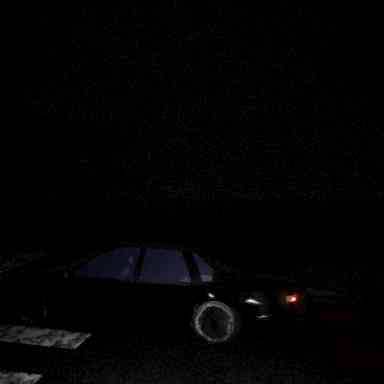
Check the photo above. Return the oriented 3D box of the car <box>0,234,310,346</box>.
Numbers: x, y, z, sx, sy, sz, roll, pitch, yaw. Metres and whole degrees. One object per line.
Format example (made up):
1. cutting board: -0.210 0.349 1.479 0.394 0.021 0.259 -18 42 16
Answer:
1. car: -0.799 1.499 5.899 5.357 1.411 2.033 0 1 11
